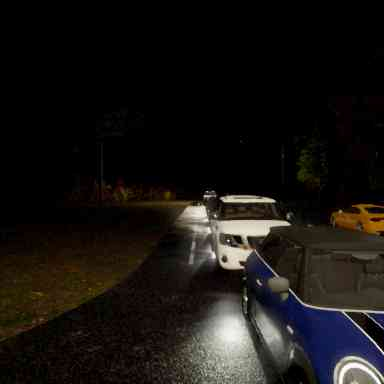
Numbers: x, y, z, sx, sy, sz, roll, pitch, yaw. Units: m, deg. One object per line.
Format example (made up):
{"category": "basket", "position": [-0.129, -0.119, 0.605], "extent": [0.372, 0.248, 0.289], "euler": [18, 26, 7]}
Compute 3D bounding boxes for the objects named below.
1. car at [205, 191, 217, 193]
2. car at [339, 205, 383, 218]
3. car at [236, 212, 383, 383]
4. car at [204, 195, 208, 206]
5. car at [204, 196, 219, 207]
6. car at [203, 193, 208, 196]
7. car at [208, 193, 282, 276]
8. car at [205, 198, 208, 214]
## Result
{"category": "car", "position": [2.964, 0.938, 54.408], "extent": [2.150, 2.045, 5.566], "euler": [0, 0, 3]}
{"category": "car", "position": [8.904, 1.387, 17.169], "extent": [1.882, 1.535, 5.008], "euler": [0, 0, 1]}
{"category": "car", "position": [1.941, 1.338, 4.126], "extent": [2.097, 1.767, 4.553], "euler": [0, 0, 0]}
{"category": "car", "position": [2.224, 1.321, 29.313], "extent": [1.882, 1.535, 5.008], "euler": [0, 0, 2]}
{"category": "car", "position": [2.760, 1.314, 47.975], "extent": [1.994, 1.385, 4.181], "euler": [0, 0, 3]}
{"category": "car", "position": [2.558, 1.274, 41.567], "extent": [2.128, 1.511, 4.902], "euler": [0, 0, 2]}
{"category": "car", "position": [1.745, 1.160, 10.473], "extent": [2.150, 2.045, 5.566], "euler": [0, 0, 1]}
{"category": "car", "position": [2.062, 1.379, 23.060], "extent": [1.837, 1.490, 4.892], "euler": [0, 0, 2]}
